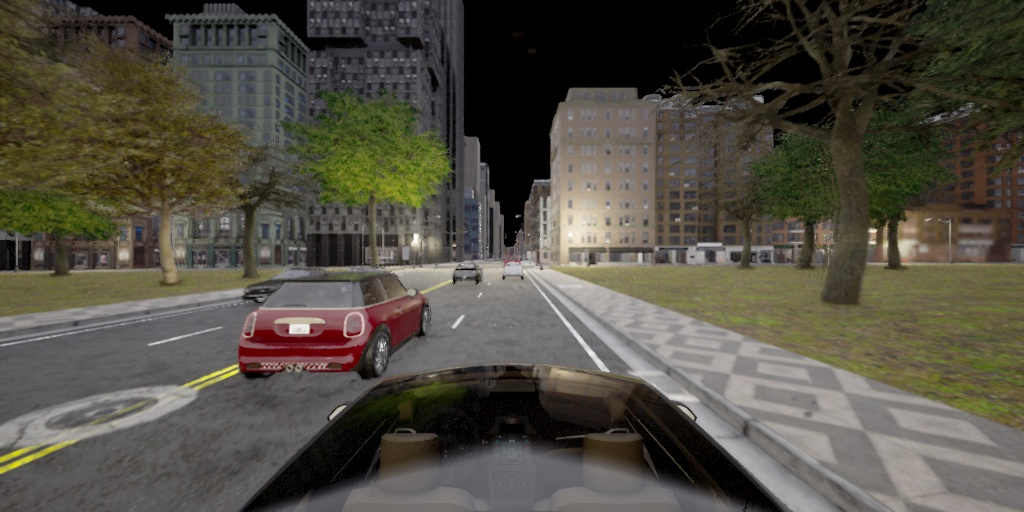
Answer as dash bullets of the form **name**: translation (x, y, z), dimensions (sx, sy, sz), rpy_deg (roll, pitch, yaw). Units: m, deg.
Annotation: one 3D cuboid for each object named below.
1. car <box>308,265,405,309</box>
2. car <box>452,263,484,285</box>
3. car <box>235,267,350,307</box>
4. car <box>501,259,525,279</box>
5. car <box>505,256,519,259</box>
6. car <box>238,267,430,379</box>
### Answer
- **car**: translation (-6.541, 1.235, 15.846), dimensions (2.128, 1.511, 4.902), rpy_deg (0, 0, 1)
- **car**: translation (-3.154, 1.235, 26.175), dimensions (2.128, 1.511, 4.902), rpy_deg (0, 0, 0)
- **car**: translation (-9.780, 1.291, 16.687), dimensions (2.033, 1.411, 5.357), rpy_deg (0, 0, 1)
- **car**: translation (0.097, 1.272, 31.884), dimensions (1.812, 1.442, 4.674), rpy_deg (0, 0, 0)
- **car**: translation (0.068, 0.982, 47.111), dimensions (2.150, 2.045, 5.566), rpy_deg (0, 0, 2)
- **car**: translation (-3.152, 1.099, 7.443), dimensions (2.097, 1.767, 4.553), rpy_deg (0, 0, 0)
